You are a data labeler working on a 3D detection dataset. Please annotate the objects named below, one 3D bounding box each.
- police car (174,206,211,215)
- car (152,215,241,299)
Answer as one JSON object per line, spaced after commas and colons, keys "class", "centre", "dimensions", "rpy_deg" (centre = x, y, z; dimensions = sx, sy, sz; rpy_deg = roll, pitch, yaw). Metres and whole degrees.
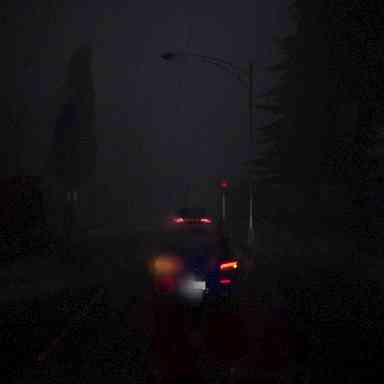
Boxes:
{"class": "police car", "centre": [0.017, 1.504, 17.619], "dimensions": [2.038, 1.542, 4.974], "rpy_deg": [0, 0, 0]}
{"class": "car", "centre": [0.095, 1.526, 8.300], "dimensions": [1.812, 1.442, 4.674], "rpy_deg": [0, 0, 0]}
